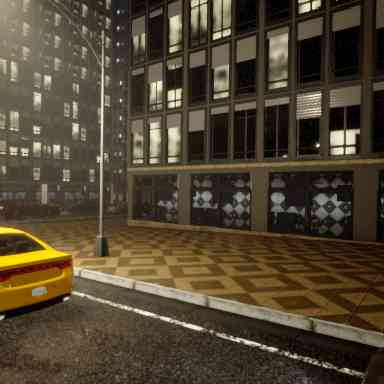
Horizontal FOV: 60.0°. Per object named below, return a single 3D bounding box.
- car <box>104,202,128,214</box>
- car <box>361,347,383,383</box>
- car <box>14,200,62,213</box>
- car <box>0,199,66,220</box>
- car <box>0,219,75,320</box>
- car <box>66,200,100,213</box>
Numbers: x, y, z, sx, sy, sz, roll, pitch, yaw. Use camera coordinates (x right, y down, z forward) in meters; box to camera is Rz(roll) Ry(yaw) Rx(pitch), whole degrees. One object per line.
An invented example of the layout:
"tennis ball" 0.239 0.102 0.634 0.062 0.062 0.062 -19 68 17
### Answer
"car" -7.603 1.830 38.823 1.752 1.417 4.829 1 0 36
"car" 3.491 1.548 1.208 5.357 1.411 2.033 0 0 35
"car" -17.898 1.643 38.956 1.752 1.417 4.829 1 0 36
"car" -14.374 1.519 29.591 2.192 1.841 5.009 1 0 36
"car" -4.528 1.474 6.881 5.008 1.535 1.882 0 0 35
"car" -13.167 1.746 41.017 2.033 1.411 5.357 1 0 36
